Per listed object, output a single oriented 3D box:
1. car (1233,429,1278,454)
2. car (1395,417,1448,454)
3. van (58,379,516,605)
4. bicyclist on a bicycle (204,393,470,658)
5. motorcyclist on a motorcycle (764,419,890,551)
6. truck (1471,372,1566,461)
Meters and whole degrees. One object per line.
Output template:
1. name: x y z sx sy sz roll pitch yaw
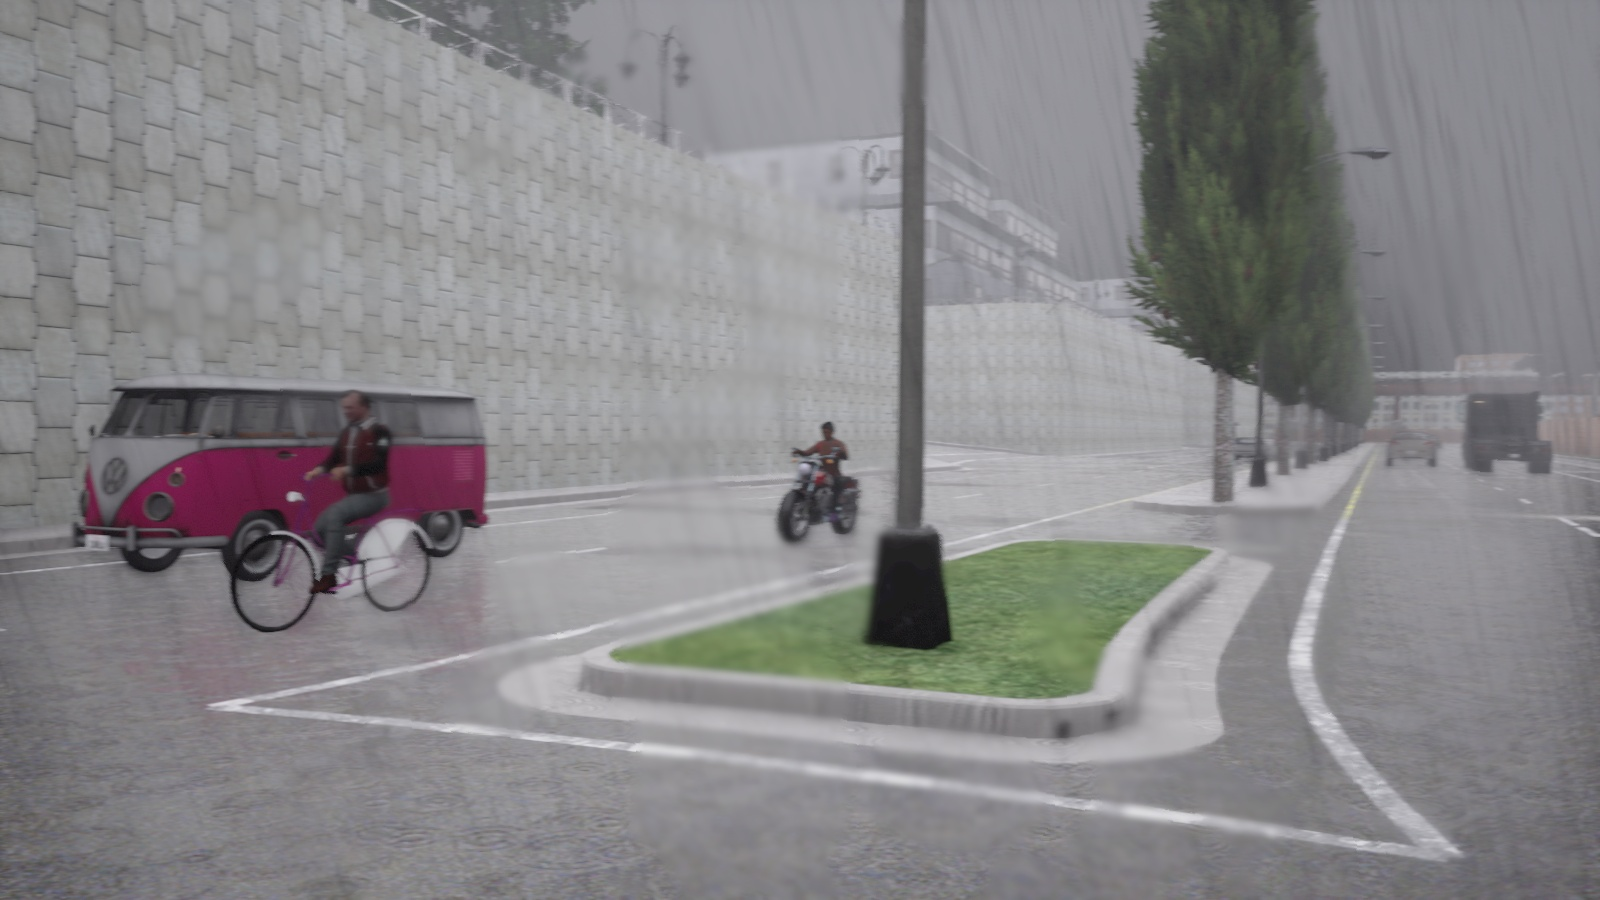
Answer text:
1. car: 25.190 -0.497 69.351 1.895 1.301 4.718 0 1 25
2. car: 29.377 -0.709 59.482 2.152 1.651 5.027 0 1 25
3. van: -5.188 0.329 13.416 1.775 1.987 4.442 0 1 26
4. bicyclist on a bicycle: -3.388 0.491 9.379 0.659 1.776 1.843 0 1 30
5. motorcyclist on a motorcycle: 0.409 0.416 16.897 0.766 1.649 2.350 0 1 26
6. truck: 30.357 -1.385 53.363 2.891 3.462 7.936 0 1 25
